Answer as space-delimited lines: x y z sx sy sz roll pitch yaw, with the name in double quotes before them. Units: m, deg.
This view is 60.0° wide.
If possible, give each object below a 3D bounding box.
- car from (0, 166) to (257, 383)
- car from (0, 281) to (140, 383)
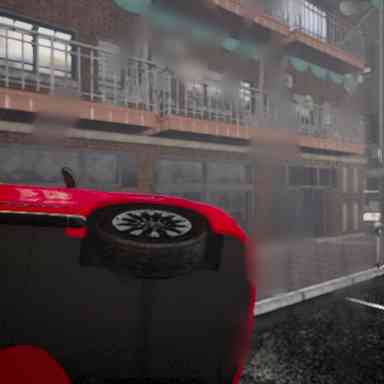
"car" -2.232 0.959 3.412 5.566 2.150 2.045 4 14 -8
"car" -2.631 1.542 0.998 4.507 1.381 1.887 0 0 -37
